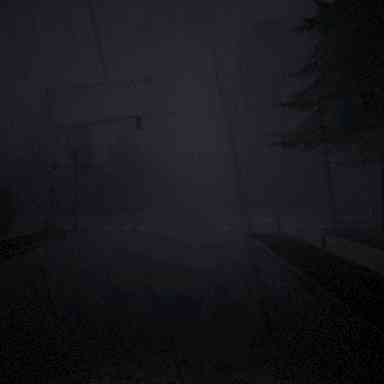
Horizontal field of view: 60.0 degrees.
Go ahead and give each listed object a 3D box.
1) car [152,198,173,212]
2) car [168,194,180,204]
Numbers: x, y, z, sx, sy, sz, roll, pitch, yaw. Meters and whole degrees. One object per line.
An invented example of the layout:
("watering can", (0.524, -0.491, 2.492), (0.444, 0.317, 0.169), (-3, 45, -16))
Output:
("car", (-3.734, 1.732, 40.402), (1.895, 1.301, 4.718), (0, 0, 0))
("car", (-3.533, 1.387, 67.007), (2.150, 2.045, 5.566), (0, 0, 0))
